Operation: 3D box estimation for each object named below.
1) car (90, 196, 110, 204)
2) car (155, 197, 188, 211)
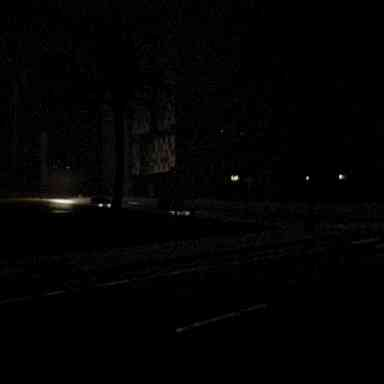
[{"bbox_3d":[-15.056,1.311,54.659,1.895,1.301,4.718,0,0,-36],"label":"car"},{"bbox_3d":[-2.303,1.317,36.774,1.837,1.490,4.892,0,0,-36],"label":"car"}]
